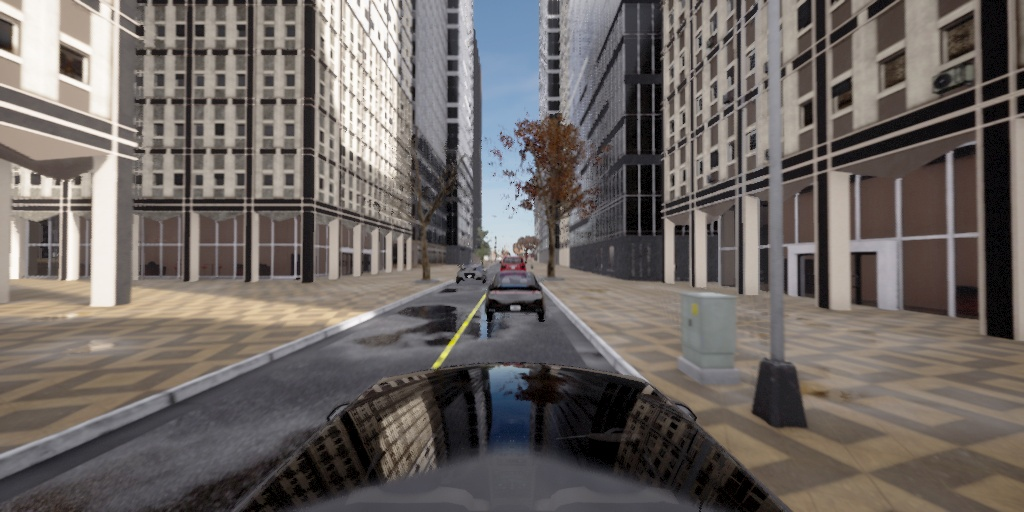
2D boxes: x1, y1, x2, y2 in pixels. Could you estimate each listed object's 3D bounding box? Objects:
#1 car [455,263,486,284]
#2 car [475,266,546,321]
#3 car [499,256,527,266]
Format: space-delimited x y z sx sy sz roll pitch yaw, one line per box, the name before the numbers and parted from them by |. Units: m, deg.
car | -2.755 1.155 25.402 1.994 1.385 4.181 0 0 0
car | 0.097 1.263 12.587 2.128 1.511 4.902 0 0 0
car | 0.093 1.029 30.879 2.150 2.045 5.566 0 0 0
